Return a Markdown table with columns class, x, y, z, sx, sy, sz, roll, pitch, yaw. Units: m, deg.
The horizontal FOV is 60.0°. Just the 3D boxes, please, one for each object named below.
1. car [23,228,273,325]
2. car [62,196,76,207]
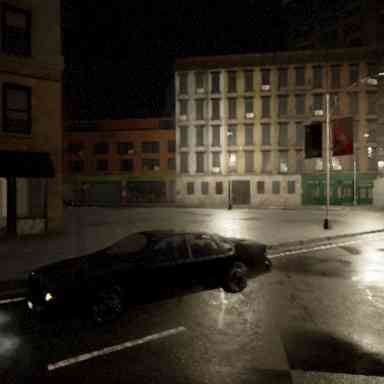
| class | x | y | z | sx | sy | sz | roll | pitch | yaw |
| --- | --- | --- | --- | --- | --- | --- | --- | --- | --- |
| car | -0.599 | 1.538 | 7.251 | 5.357 | 1.411 | 2.033 | 0 | 0 | -35 |
| car | -14.807 | 1.004 | 36.117 | 4.181 | 1.385 | 1.994 | 0 | 0 | 8 |
